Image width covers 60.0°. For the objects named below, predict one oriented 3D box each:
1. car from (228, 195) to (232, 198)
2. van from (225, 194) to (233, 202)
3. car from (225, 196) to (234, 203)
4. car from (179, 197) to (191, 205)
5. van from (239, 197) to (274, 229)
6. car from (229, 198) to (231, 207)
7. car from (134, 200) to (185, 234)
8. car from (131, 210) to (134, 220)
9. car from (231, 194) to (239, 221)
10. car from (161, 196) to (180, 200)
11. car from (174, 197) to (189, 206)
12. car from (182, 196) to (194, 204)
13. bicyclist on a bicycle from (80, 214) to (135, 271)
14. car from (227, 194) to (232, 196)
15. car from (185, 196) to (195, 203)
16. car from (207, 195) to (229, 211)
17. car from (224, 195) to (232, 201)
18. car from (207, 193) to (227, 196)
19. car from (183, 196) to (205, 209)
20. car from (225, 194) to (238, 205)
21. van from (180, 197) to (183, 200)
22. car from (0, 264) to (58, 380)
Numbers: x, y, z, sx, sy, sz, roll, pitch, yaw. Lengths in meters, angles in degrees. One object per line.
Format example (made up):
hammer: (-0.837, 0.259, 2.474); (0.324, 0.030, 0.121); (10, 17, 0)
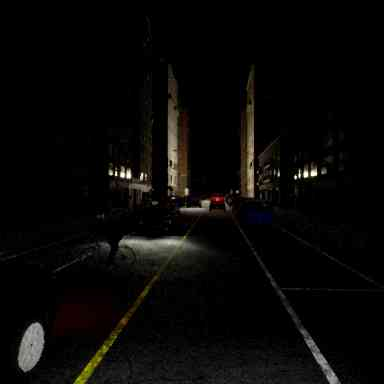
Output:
car: (6.383, 1.587, 49.745); (1.947, 1.339, 4.313); (1, 0, 4)
van: (8.558, 1.376, 78.029); (1.690, 1.788, 3.998); (1, 0, 4)
car: (8.135, 1.558, 72.541); (1.752, 1.417, 4.829); (1, 0, 4)
car: (-1.248, 1.593, 61.716); (1.947, 1.339, 4.313); (1, 0, 4)
van: (4.214, 1.347, 21.462); (1.690, 1.788, 3.998); (1, 0, 4)
car: (5.514, 1.596, 38.431); (1.802, 1.307, 4.206); (1, 0, 4)
car: (-1.726, 1.483, 19.478); (1.882, 1.535, 5.008); (0, 1, 4)
car: (-3.854, 1.590, 27.778); (1.802, 1.307, 4.206); (1, 0, 4)
car: (4.648, 1.323, 27.118); (2.192, 1.841, 5.009); (1, 0, 4)
car: (-2.984, 1.454, 39.090); (1.967, 1.590, 4.097); (1, 0, 4)
car: (-1.682, 1.575, 56.059); (2.008, 1.369, 4.403); (1, 0, 4)
car: (-0.814, 1.596, 67.372); (1.947, 1.339, 4.313); (1, 0, 4)
bicyclist on a bicycle: (-2.472, 1.457, 9.659); (1.656, 1.620, 0.582); (-2, 0, 4)
car: (6.831, 1.550, 55.571); (1.752, 1.417, 4.829); (1, 0, 4)
car: (-0.379, 1.577, 73.028); (1.887, 1.381, 4.507); (1, 0, 4)
car: (3.050, 1.507, 39.942); (2.128, 1.511, 4.902); (0, 0, 4)
car: (9.004, 1.562, 83.855); (1.752, 1.417, 4.829); (1, 0, 4)
car: (3.871, 1.243, 50.672); (2.150, 2.045, 5.566); (0, 0, 4)
car: (0.348, 1.583, 46.556); (1.994, 1.385, 4.181); (0, 0, 4)
car: (7.255, 1.342, 61.059); (2.192, 1.841, 5.009); (1, 0, 4)
van: (-2.549, 1.358, 44.747); (1.690, 1.788, 3.998); (1, 0, 4)
car: (-3.053, 1.478, 2.781); (1.882, 1.535, 5.008); (0, 0, 6)
